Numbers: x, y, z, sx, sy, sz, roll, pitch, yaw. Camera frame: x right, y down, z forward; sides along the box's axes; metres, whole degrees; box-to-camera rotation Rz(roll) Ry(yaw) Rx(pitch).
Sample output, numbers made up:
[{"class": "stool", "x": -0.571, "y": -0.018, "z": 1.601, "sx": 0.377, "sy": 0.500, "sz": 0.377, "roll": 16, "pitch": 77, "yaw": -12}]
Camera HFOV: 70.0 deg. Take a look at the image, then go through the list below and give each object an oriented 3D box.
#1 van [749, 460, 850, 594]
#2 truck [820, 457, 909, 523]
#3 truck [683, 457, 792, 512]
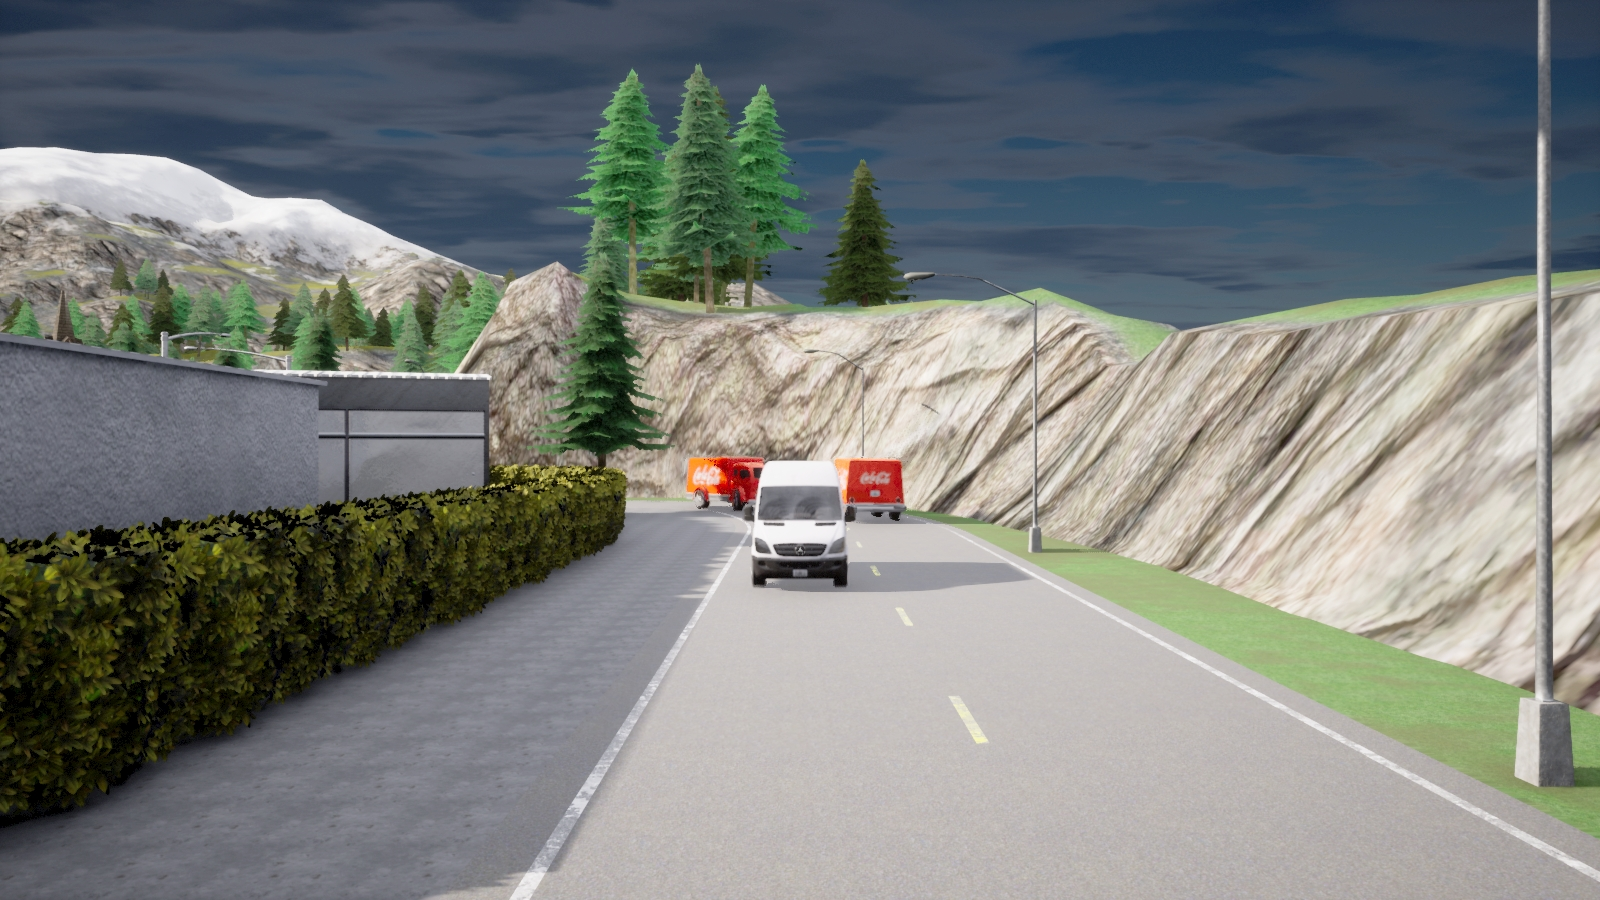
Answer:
[{"class": "van", "x": -0.017, "y": 1.531, "z": 25.300, "sx": 1.988, "sy": 2.561, "sz": 5.915, "roll": 0, "pitch": 0, "yaw": 0}, {"class": "truck", "x": 2.525, "y": 1.566, "z": 46.490, "sx": 2.627, "sy": 2.467, "sz": 5.204, "roll": 1, "pitch": 0, "yaw": -8}, {"class": "truck", "x": -3.012, "y": 1.568, "z": 53.763, "sx": 2.627, "sy": 2.467, "sz": 5.204, "roll": 1, "pitch": -1, "yaw": -38}]
